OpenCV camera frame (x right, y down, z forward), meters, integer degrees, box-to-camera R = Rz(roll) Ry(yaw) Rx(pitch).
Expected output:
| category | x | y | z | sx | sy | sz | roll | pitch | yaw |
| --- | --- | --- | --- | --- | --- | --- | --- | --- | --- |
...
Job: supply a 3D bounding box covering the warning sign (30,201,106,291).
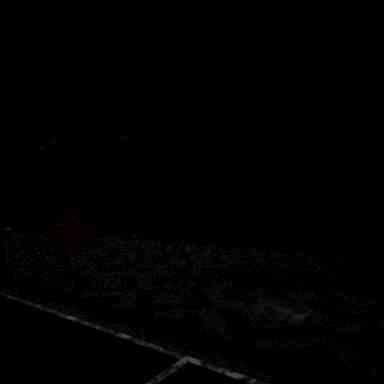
| category | x | y | z | sx | sy | sz | roll | pitch | yaw |
| --- | --- | --- | --- | --- | --- | --- | --- | --- | --- |
| warning sign | -2.900 | 1.173 | 7.858 | 1.060 | 1.860 | 1.300 | 0 | 0 | 35 |
